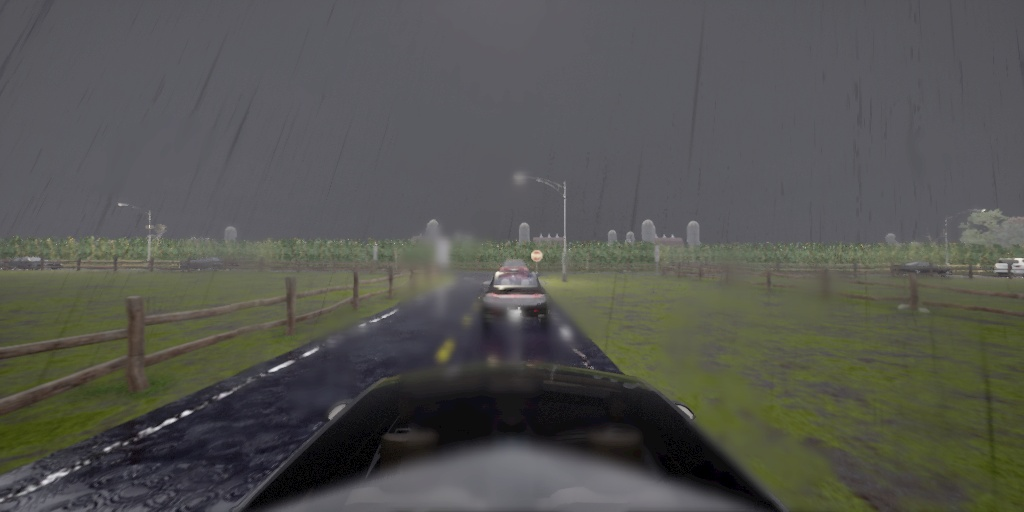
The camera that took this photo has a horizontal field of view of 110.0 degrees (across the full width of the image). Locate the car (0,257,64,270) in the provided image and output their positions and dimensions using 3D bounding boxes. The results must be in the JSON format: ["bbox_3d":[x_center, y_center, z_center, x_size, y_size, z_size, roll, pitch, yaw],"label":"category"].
[{"bbox_3d":[-51.733,0.818,38.527,5.357,1.411,2.033,0,-1,0],"label":"car"}]

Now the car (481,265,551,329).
[{"bbox_3d":[0.107,1.203,11.164,2.128,1.511,4.902,0,0,0],"label":"car"}]

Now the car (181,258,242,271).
[{"bbox_3d":[-32.091,0.914,38.301,5.357,1.411,2.033,0,-1,0],"label":"car"}]

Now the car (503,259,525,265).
[{"bbox_3d":[0.177,1.008,25.328,2.097,1.767,4.553,0,0,2],"label":"car"}]

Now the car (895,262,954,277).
[{"bbox_3d":[43.412,1.428,37.861,5.008,1.535,1.882,0,-1,1],"label":"car"}]
